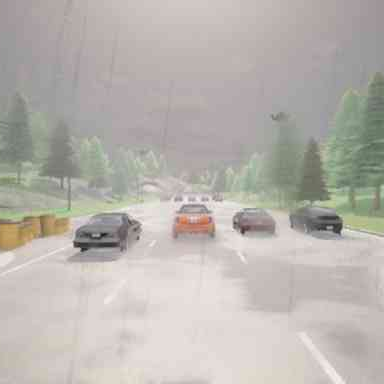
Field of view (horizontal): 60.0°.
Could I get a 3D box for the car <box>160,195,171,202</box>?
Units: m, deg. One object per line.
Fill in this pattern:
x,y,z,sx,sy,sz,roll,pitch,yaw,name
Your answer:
-7.020,1.647,86.139,2.097,1.767,4.553,0,0,0,car

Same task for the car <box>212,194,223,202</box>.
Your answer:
6.980,1.896,86.168,1.895,1.301,4.718,0,0,0,car

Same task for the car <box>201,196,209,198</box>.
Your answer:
3.480,1.853,86.138,1.994,1.385,4.181,0,0,0,car

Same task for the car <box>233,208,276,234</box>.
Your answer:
3.595,1.634,19.822,1.994,1.385,4.181,0,0,0,car

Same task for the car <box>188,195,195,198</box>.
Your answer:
-0.020,1.853,86.137,1.994,1.385,4.181,0,0,0,car

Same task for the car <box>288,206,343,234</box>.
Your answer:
7.095,1.576,19.542,1.837,1.490,4.892,0,0,0,car

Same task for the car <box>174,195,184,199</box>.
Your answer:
-3.520,1.647,86.140,2.097,1.767,4.553,0,0,0,car

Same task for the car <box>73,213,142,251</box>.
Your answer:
-3.405,1.598,14.307,2.033,1.411,5.357,0,0,0,car

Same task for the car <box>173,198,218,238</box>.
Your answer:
0.095,1.415,18.269,2.097,1.767,4.553,0,0,0,car
